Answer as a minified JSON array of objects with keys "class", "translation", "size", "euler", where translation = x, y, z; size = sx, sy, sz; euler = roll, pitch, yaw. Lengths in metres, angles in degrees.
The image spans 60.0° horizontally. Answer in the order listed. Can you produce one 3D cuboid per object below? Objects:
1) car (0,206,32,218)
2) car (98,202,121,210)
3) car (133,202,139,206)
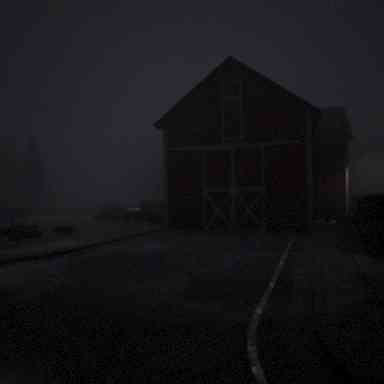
[{"class":"car","translation":[-19.690,2.244,35.444],"size":[2.033,1.411,5.357],"euler":[-1,-1,18]},{"class":"car","translation":[-10.403,2.093,42.784],"size":[1.816,1.474,4.193],"euler":[-7,-2,16]},{"class":"car","translation":[-9.841,2.472,65.461],"size":[1.895,1.301,4.718],"euler":[-1,-1,15]}]
